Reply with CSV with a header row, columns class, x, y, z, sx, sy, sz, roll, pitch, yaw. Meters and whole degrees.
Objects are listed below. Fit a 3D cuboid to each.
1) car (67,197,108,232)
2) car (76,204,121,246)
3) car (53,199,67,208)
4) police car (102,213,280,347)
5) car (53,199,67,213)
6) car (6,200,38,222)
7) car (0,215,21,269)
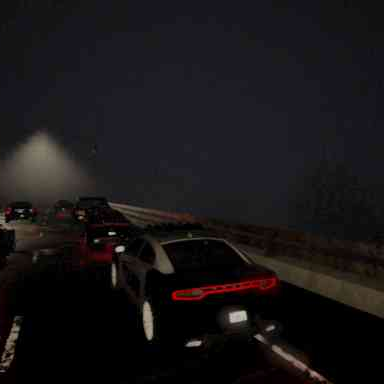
class,x,y,z,sx,sy,sz,roll,pitch,yaw
car,-6.573,1.322,21.397,2.150,2.045,5.566,-1,0,-23
car,-4.234,1.544,15.839,1.882,1.535,5.008,-1,0,-23
car,-21.725,1.858,54.743,2.033,1.411,5.357,-1,0,-23
police car,-0.403,1.436,6.722,1.930,1.638,5.238,-1,0,-23
car,-16.063,1.737,41.390,1.837,1.490,4.892,-1,0,-22
car,-13.956,1.542,27.478,2.097,1.767,4.553,-1,0,-23
car,-7.026,1.692,10.999,1.895,1.301,4.718,-1,0,-23
